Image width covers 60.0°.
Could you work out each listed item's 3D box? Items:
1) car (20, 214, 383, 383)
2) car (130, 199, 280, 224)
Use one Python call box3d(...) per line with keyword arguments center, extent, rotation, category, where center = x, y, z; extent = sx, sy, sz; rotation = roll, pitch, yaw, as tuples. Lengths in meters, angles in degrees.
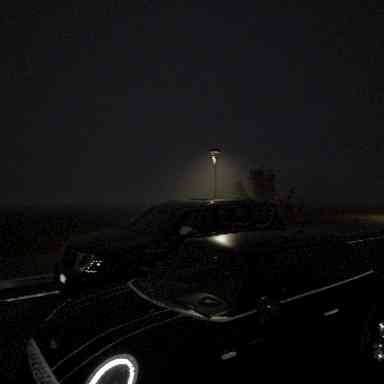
box3d(center=(0.480, 1.345, 4.056), extent=(4.553, 1.767, 2.097), rotation=(0, 0, -36), category="car")
box3d(center=(-0.098, 1.208, 7.642), extent=(5.566, 2.045, 2.150), rotation=(0, 0, -36), category="car")
